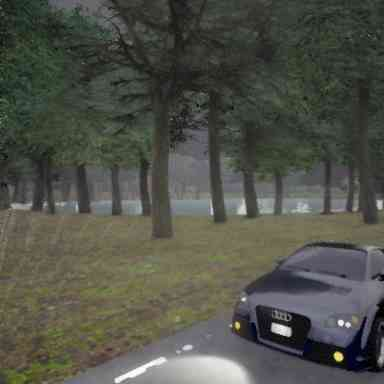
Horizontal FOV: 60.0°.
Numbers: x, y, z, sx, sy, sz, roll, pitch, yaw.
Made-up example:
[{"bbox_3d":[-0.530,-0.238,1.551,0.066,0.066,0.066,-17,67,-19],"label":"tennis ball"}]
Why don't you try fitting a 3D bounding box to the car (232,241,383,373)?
[{"bbox_3d":[2.531,1.608,5.789,1.994,1.385,4.181,-2,-1,44],"label":"car"}]
